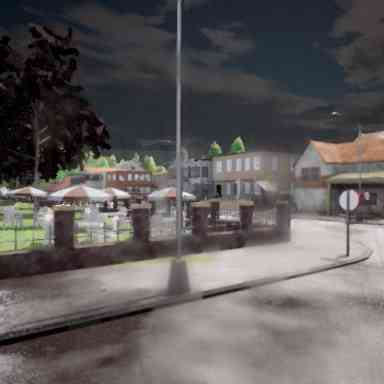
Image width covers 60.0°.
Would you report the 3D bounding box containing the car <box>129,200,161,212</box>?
[{"bbox_3d":[-5.714,1.611,39.353,2.033,1.411,5.357,0,0,-35],"label":"car"}]
